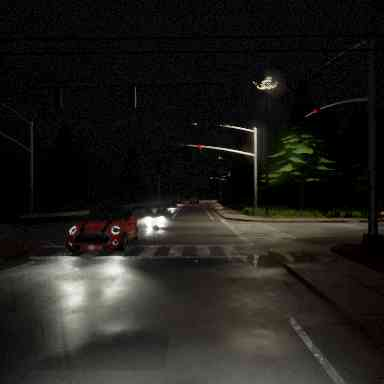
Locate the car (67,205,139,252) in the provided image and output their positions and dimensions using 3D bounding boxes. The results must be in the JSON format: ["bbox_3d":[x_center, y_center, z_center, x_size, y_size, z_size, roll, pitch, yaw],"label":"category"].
[{"bbox_3d":[-3.597,1.411,14.149,2.097,1.767,4.553,0,0,0],"label":"car"}]

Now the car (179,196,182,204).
[{"bbox_3d":[-3.187,1.535,65.859,2.097,1.767,4.553,0,0,2],"label":"car"}]

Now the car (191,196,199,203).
[{"bbox_3d":[0.718,1.630,75.688,1.837,1.490,4.892,0,0,2],"label":"car"}]

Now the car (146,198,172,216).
[{"bbox_3d":[-3.577,1.598,34.120,2.128,1.511,4.902,0,0,0],"label":"car"}]

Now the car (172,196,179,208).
[{"bbox_3d":[-3.521,1.712,50.583,1.994,1.385,4.181,0,0,0],"label":"car"}]

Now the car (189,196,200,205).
[{"bbox_3d":[0.387,1.690,65.381,1.812,1.442,4.674,0,0,2],"label":"car"}]

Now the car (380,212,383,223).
[{"bbox_3d":[15.168,1.484,22.040,5.008,1.535,1.882,0,0,1],"label":"car"}]
